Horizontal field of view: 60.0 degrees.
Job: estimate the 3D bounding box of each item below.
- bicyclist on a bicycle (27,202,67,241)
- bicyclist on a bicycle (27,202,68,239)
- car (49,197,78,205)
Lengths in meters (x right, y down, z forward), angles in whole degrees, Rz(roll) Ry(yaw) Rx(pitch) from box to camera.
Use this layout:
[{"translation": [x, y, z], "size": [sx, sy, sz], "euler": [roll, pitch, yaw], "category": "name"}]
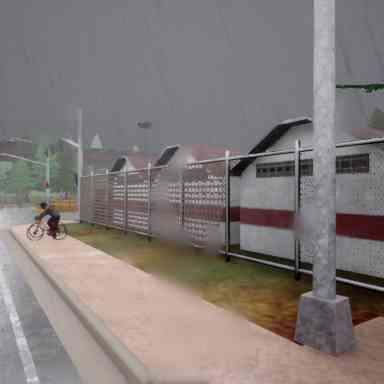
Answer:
[{"translation": [-6.268, 1.301, 14.392], "size": [1.656, 1.620, 0.582], "euler": [0, 0, -14], "category": "bicyclist on a bicycle"}, {"translation": [-6.782, 1.301, 15.612], "size": [1.656, 1.620, 0.582], "euler": [0, 0, -39], "category": "bicyclist on a bicycle"}, {"translation": [-19.428, 1.505, 50.150], "size": [4.892, 1.490, 1.837], "euler": [0, 0, -35], "category": "car"}]
